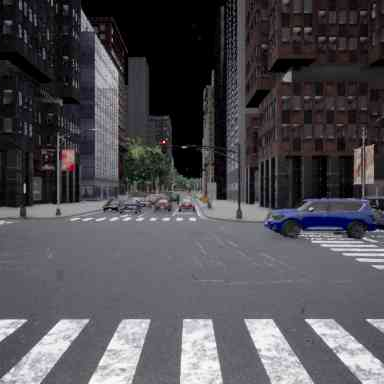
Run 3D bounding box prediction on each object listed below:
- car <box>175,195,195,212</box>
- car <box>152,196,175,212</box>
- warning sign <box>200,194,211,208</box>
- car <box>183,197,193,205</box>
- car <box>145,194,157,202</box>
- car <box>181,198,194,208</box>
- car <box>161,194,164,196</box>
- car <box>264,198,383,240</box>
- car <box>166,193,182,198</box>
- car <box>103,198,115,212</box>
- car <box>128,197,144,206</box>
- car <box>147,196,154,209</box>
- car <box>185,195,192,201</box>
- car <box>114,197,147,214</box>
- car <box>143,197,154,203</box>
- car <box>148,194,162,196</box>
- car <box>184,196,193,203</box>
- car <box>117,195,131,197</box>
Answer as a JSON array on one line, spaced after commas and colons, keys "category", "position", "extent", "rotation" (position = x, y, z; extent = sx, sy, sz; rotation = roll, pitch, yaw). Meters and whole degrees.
[{"category": "car", "position": [-0.586, 1.448, 39.019], "extent": [1.967, 1.590, 4.097], "rotation": [0, 0, 0]}, {"category": "car", "position": [-3.305, 1.535, 39.372], "extent": [1.812, 1.442, 4.674], "rotation": [0, 0, 0]}, {"category": "warning sign", "position": [1.703, 1.132, 42.703], "extent": [1.300, 1.860, 1.060], "rotation": [0, 0, 0]}, {"category": "car", "position": [-0.715, 1.603, 60.718], "extent": [1.887, 1.381, 4.507], "rotation": [0, 0, 0]}, {"category": "car", "position": [-9.337, 1.417, 76.953], "extent": [2.192, 1.841, 5.009], "rotation": [0, 0, 0]}, {"category": "car", "position": [-0.650, 1.615, 49.868], "extent": [1.802, 1.307, 4.206], "rotation": [0, 0, 0]}, {"category": "car", "position": [-9.401, 1.449, 87.805], "extent": [2.192, 1.841, 5.009], "rotation": [0, 0, 0]}, {"category": "car", "position": [6.735, 1.344, 17.677], "extent": [5.566, 2.045, 2.150], "rotation": [1, 0, 0]}, {"category": "car", "position": [-3.410, 1.295, 66.738], "extent": [2.150, 2.045, 5.566], "rotation": [0, 0, 0]}, {"category": "car", "position": [-9.111, 1.574, 38.971], "extent": [1.947, 1.339, 4.313], "rotation": [0, 0, 0]}, {"category": "car", "position": [-9.206, 1.570, 55.079], "extent": [1.752, 1.417, 4.829], "rotation": [0, 0, 0]}, {"category": "car", "position": [-6.490, 1.587, 45.404], "extent": [1.994, 1.385, 4.181], "rotation": [0, 0, -1]}, {"category": "car", "position": [-0.876, 1.574, 87.843], "extent": [1.967, 1.590, 4.097], "rotation": [0, 0, 0]}, {"category": "car", "position": [-6.434, 1.548, 35.450], "extent": [2.033, 1.411, 5.357], "rotation": [0, 0, -1]}, {"category": "car", "position": [-9.304, 1.669, 71.527], "extent": [1.802, 1.307, 4.206], "rotation": [0, 0, 0]}, {"category": "car", "position": [-6.530, 1.551, 55.597], "extent": [1.837, 1.490, 4.892], "rotation": [0, 0, 0]}, {"category": "car", "position": [-0.780, 1.613, 71.738], "extent": [1.752, 1.417, 4.829], "rotation": [0, 0, 0]}, {"category": "car", "position": [-9.144, 1.335, 44.397], "extent": [2.192, 1.841, 5.009], "rotation": [0, 0, 0]}]
